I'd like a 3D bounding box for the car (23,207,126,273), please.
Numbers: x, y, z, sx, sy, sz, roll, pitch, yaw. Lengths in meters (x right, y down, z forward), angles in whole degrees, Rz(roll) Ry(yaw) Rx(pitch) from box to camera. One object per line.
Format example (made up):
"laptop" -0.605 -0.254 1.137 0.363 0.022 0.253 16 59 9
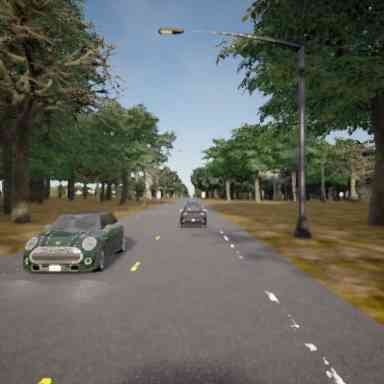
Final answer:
"car" -3.600 1.422 10.980 2.097 1.767 4.553 0 0 0

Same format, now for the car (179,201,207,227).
"car" 0.097 1.654 24.236 2.128 1.511 4.902 0 0 0
